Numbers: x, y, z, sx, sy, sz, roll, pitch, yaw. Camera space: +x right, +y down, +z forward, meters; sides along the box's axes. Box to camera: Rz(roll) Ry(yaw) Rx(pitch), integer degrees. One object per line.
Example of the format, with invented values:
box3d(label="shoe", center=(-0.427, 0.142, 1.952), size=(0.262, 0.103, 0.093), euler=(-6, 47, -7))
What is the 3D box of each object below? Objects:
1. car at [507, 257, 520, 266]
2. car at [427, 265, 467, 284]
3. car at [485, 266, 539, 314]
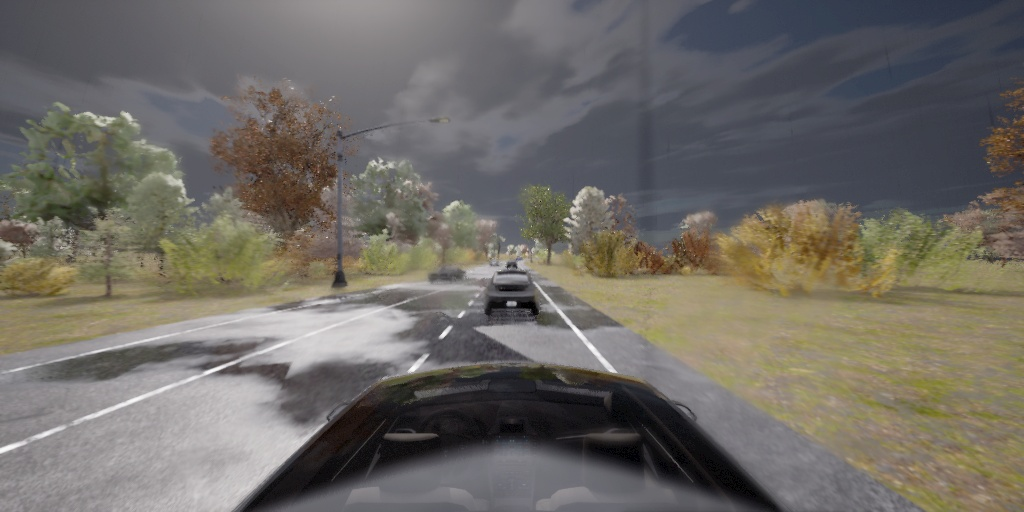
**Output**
box3d(label="car", center=(-0.023, 1.381, 63.557), size=(1.837, 1.490, 4.892), euler=(0, 0, 0))
box3d(label="car", center=(-5.036, 1.418, 28.227), size=(1.895, 1.301, 4.718), euler=(0, 0, 8))
box3d(label="car", center=(-0.005, 1.293, 13.978), size=(1.837, 1.490, 4.892), euler=(0, 0, 0))
